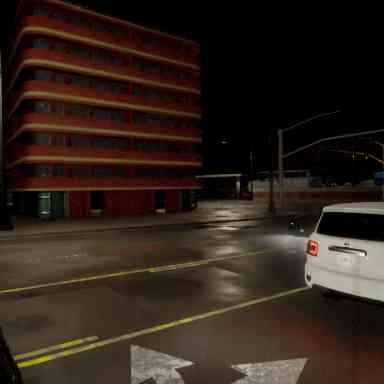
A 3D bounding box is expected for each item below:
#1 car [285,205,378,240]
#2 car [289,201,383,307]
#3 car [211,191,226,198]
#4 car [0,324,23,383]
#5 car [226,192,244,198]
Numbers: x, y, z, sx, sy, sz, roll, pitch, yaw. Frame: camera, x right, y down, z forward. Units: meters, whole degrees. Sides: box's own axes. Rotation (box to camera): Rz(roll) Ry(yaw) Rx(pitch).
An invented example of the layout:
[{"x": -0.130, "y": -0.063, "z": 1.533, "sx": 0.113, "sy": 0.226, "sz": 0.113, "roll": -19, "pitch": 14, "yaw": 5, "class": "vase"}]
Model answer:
[{"x": 7.602, "y": 1.509, "z": 17.899, "sx": 5.357, "sy": 1.411, "sz": 2.033, "roll": 0, "pitch": 0, "yaw": -35, "class": "car"}, {"x": 4.775, "y": 1.218, "z": 7.134, "sx": 5.566, "sy": 2.045, "sz": 2.150, "roll": 0, "pitch": 0, "yaw": -35, "class": "car"}, {"x": 7.417, "y": 0.671, "z": 89.324, "sx": 4.611, "sy": 1.667, "sz": 2.242, "roll": -1, "pitch": 1, "yaw": -35, "class": "car"}, {"x": -3.667, "y": 1.222, "z": 1.136, "sx": 5.566, "sy": 2.045, "sz": 2.150, "roll": 0, "pitch": 0, "yaw": -35, "class": "car"}, {"x": 11.384, "y": 0.818, "z": 85.098, "sx": 3.806, "sy": 1.475, "sz": 1.970, "roll": -1, "pitch": 1, "yaw": -35, "class": "car"}]
